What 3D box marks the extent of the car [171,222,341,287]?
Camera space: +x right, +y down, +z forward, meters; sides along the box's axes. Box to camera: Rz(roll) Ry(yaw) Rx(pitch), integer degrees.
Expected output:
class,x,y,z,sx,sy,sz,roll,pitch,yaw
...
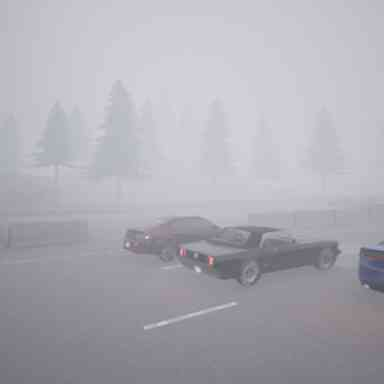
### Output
class,x,y,z,sx,sy,sz,roll,pitch,yaw
car,2.019,1.600,9.296,4.718,1.301,1.895,0,0,-33

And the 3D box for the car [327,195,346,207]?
class,x,y,z,sx,sy,sz,roll,pitch,yaw
car,20.719,1.199,45.457,5.008,1.535,1.882,-1,0,-24

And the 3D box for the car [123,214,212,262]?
class,x,y,z,sx,sy,sz,roll,pitch,yaw
car,-0.139,1.522,12.018,4.674,1.442,1.812,0,0,-33

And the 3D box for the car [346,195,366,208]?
class,x,y,z,sx,sy,sz,roll,pitch,yaw
car,22.435,1.220,42.394,4.892,1.490,1.837,-1,0,-24

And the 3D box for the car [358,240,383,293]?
class,x,y,z,sx,sy,sz,roll,pitch,yaw
car,5.925,1.482,7.483,5.008,1.535,1.882,0,0,-29

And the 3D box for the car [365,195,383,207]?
class,x,y,z,sx,sy,sz,roll,pitch,yaw
car,23.390,1.271,38.992,5.357,1.411,2.033,-1,0,-25
